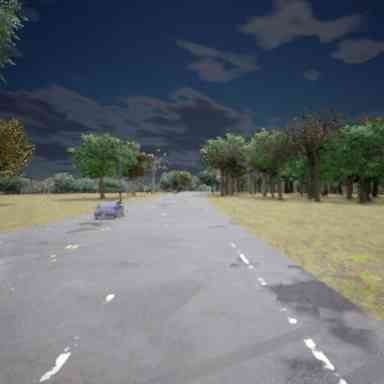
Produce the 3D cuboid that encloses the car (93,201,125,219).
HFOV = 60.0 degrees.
[{"bbox_3d":[-6.993,1.495,28.461,1.812,1.442,4.674,0,0,0],"label":"car"}]
